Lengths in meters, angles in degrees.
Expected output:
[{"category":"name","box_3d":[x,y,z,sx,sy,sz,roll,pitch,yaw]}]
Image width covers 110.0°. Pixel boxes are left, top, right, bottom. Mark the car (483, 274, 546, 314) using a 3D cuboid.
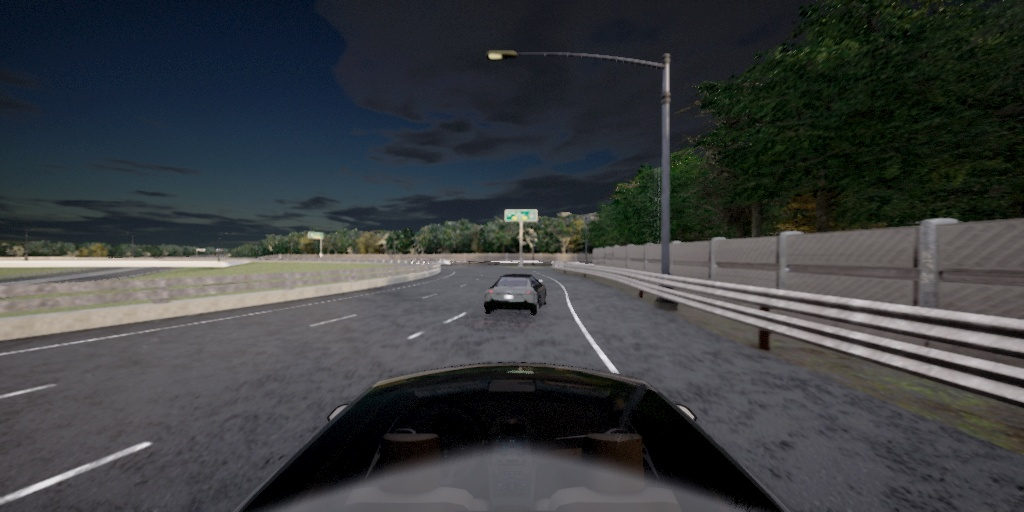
[{"category":"car","box_3d":[0.247,1.385,14.245,1.994,1.385,4.181,0,0,10]}]
